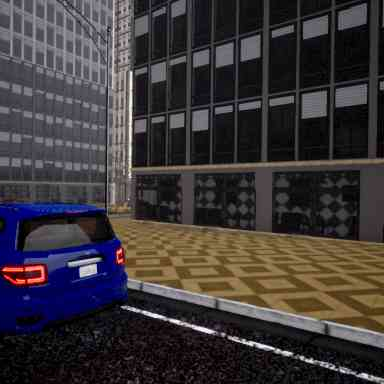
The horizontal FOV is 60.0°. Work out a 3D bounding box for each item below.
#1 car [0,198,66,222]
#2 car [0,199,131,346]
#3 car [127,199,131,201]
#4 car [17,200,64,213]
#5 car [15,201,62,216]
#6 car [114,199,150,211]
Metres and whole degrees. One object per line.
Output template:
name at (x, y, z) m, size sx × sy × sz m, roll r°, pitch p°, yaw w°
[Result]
car at (-14.124, 1.519, 29.521) m, size 2.192 × 1.841 × 5.009 m, roll 1°, pitch 0°, yaw 36°
car at (-3.683, 1.218, 6.311) m, size 5.566 × 2.045 × 2.150 m, roll 0°, pitch 0°, yaw 35°
car at (-7.324, 1.830, 38.731) m, size 1.752 × 1.417 × 4.829 m, roll 1°, pitch 0°, yaw 36°
car at (-17.620, 1.643, 38.896) m, size 1.752 × 1.417 × 4.829 m, roll 1°, pitch 0°, yaw 36°
car at (-16.532, 1.709, 35.999) m, size 1.994 × 1.385 × 4.181 m, roll 1°, pitch 0°, yaw 36°
car at (-8.389, 1.742, 47.008) m, size 1.882 × 1.535 × 5.008 m, roll 1°, pitch 0°, yaw 37°
